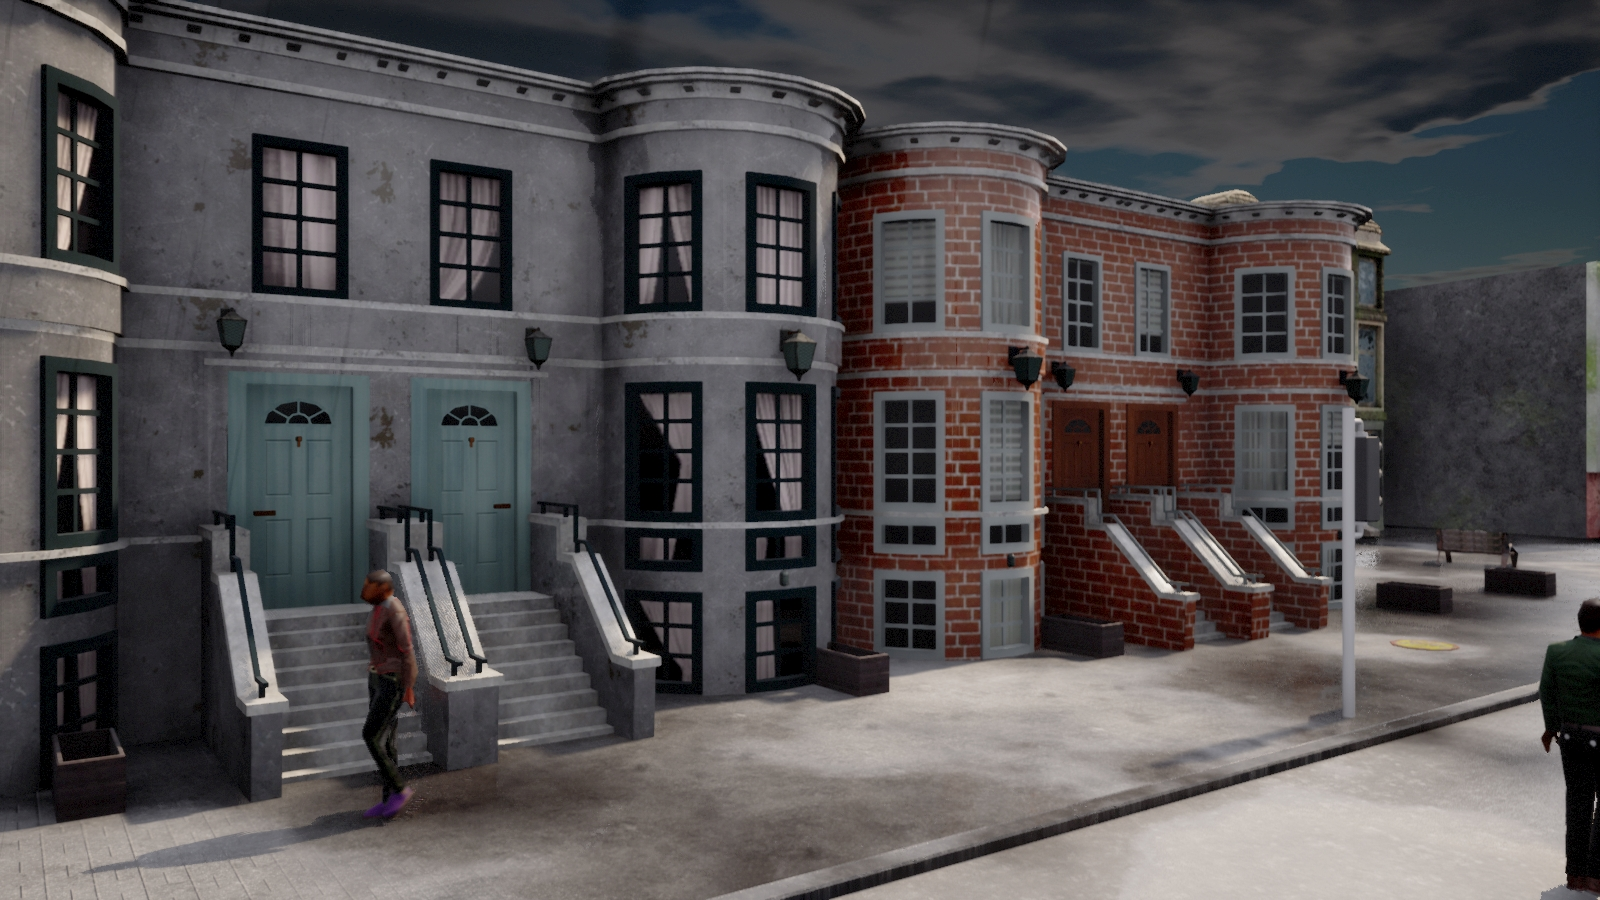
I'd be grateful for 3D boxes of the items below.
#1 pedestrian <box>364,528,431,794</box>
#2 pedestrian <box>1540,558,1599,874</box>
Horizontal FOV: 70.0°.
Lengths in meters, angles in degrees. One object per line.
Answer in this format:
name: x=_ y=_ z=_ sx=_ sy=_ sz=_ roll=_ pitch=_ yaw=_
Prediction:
pedestrian: x=-2.967 y=1.523 z=8.416 sx=0.375 sy=1.860 sz=0.375 roll=0 pitch=0 yaw=-35
pedestrian: x=4.927 y=1.625 z=7.126 sx=0.375 sy=1.860 sz=0.375 roll=0 pitch=0 yaw=-22
